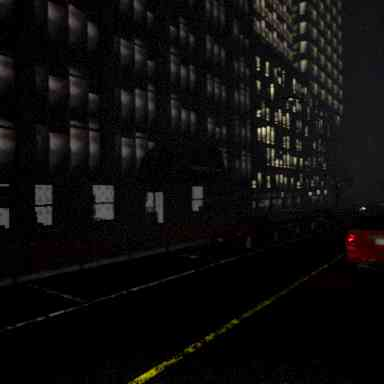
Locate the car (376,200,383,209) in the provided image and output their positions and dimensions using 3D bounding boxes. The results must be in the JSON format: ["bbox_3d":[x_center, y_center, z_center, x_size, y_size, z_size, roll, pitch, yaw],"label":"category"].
[{"bbox_3d":[29.901,1.889,51.527,1.802,1.307,4.206,-2,-1,37],"label":"car"}]

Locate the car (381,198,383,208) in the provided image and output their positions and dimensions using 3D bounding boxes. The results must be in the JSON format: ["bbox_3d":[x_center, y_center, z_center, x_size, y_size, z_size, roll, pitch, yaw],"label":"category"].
[{"bbox_3d":[33.321,1.767,56.067,1.967,1.590,4.097,-2,-1,37],"label":"car"}]

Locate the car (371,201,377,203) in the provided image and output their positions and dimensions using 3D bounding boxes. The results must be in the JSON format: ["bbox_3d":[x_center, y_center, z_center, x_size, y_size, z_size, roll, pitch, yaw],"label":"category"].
[{"bbox_3d":[23.055,1.819,42.453,2.008,1.369,4.403,-2,-1,37],"label":"car"}]

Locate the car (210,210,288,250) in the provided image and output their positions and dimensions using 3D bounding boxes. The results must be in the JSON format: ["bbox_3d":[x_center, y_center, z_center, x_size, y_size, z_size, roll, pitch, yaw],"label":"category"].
[{"bbox_3d":[2.518,1.696,15.229,1.887,1.381,4.507,-2,-1,37],"label":"car"}]

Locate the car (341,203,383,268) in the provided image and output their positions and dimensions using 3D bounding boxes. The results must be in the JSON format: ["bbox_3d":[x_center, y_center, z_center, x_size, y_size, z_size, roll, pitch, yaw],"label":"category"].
[{"bbox_3d":[6.540,1.417,10.940,2.097,1.767,4.553,-1,-1,37],"label":"car"}]

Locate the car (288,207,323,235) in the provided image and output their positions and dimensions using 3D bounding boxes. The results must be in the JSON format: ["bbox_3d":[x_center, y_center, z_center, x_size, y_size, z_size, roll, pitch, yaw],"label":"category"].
[{"bbox_3d":[5.940,1.721,19.767,2.008,1.369,4.403,-2,-1,37],"label":"car"}]

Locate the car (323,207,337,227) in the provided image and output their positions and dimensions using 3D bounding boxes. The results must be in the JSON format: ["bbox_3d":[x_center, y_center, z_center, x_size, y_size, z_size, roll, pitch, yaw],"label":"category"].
[{"bbox_3d":[9.364,1.772,24.303,1.802,1.307,4.206,-2,-1,37],"label":"car"}]

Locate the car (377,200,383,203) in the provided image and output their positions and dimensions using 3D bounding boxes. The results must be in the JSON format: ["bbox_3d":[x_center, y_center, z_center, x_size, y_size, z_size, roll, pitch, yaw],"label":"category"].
[{"bbox_3d":[23.377,1.447,38.431,2.150,2.045,5.566,-1,-1,37],"label":"car"}]

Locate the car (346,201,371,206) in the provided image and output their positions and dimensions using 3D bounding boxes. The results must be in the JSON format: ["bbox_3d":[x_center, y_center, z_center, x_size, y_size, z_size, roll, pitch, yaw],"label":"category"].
[{"bbox_3d":[16.209,1.781,33.379,2.008,1.369,4.403,-2,-1,37],"label":"car"}]
